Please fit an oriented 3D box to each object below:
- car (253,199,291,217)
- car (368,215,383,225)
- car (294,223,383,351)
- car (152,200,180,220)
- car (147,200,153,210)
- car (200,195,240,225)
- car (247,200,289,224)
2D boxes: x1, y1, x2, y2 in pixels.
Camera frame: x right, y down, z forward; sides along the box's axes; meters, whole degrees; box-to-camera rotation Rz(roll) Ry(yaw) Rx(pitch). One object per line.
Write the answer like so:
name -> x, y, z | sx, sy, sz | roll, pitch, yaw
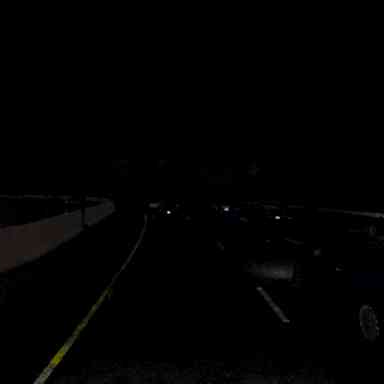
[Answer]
car -> 7.783, 1.481, 32.935 | 1.882, 1.535, 5.008 | 0, 0, -9
car -> 9.922, 1.470, 14.849 | 1.882, 1.535, 5.008 | 0, 0, -4
car -> 3.399, 1.524, 6.096 | 1.812, 1.442, 4.674 | 0, 0, -2
car -> -2.108, 1.580, 28.115 | 1.994, 1.385, 4.181 | 0, 0, -8
car -> -4.787, 1.627, 42.778 | 1.895, 1.301, 4.718 | 0, 0, -13
car -> 1.941, 1.230, 24.550 | 2.150, 2.045, 5.566 | 0, 0, -7
car -> 5.445, 1.529, 24.506 | 1.812, 1.442, 4.674 | 0, 0, -7
